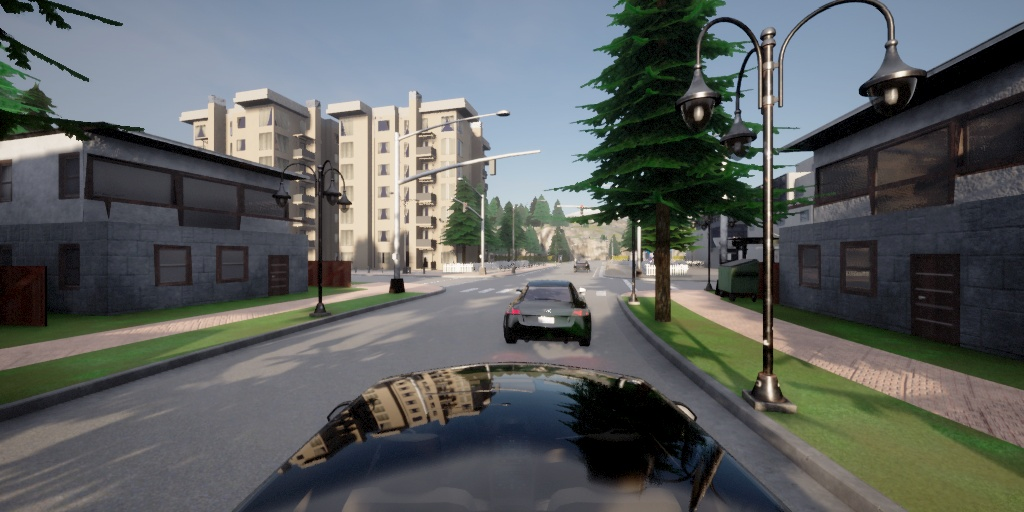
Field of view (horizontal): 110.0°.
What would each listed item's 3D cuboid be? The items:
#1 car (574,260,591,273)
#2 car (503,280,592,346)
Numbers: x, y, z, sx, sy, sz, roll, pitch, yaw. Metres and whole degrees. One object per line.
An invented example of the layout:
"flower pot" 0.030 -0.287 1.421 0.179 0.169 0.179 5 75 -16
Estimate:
"car" 8.802 1.276 45.011 2.128 1.511 4.902 0 0 14
"car" 1.011 1.314 9.488 1.994 1.385 4.181 0 0 9
